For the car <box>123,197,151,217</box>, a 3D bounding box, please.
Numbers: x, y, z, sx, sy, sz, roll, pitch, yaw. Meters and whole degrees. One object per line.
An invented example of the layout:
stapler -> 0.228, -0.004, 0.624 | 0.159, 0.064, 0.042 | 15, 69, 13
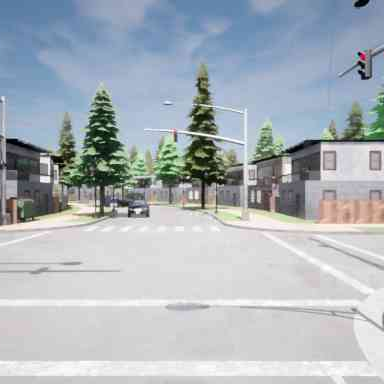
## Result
car -> -4.844, 1.457, 30.545 | 2.128, 1.511, 4.902 | 0, 0, -7

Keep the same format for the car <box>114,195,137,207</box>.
car -> -9.849, 1.566, 49.292 | 1.895, 1.301, 4.718 | 0, 0, -24

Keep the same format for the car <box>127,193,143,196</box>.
car -> -10.401, 1.187, 58.418 | 2.150, 2.045, 5.566 | 0, 0, -36

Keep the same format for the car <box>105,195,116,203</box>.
car -> -16.518, 1.318, 66.760 | 2.097, 1.767, 4.553 | 0, 0, -45
